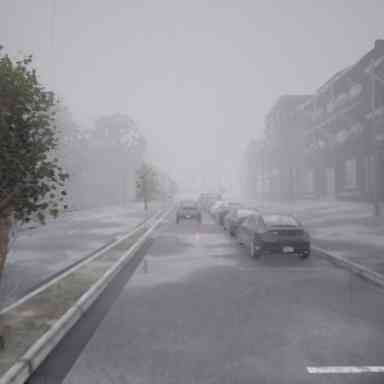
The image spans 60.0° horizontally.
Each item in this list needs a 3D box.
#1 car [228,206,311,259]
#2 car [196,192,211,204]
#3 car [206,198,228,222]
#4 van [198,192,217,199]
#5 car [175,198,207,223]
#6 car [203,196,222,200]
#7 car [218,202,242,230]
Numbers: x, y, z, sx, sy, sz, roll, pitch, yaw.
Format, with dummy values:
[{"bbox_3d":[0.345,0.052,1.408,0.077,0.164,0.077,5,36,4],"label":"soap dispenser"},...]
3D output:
[{"bbox_3d":[2.888,1.482,12.522,2.231,1.521,4.892,0,0,-1],"label":"car"},{"bbox_3d":[2.137,1.108,62.469,2.435,2.045,5.566,0,0,-1],"label":"car"},{"bbox_3d":[2.639,1.506,29.164,2.002,1.452,4.674,0,0,-1],"label":"car"},{"bbox_3d":[2.303,1.181,51.465,1.878,1.987,4.442,0,0,-1],"label":"van"},{"bbox_3d":[-0.259,1.487,25.561,2.128,1.511,4.902,0,0,-1],"label":"car"},{"bbox_3d":[2.554,1.486,34.742,2.163,1.488,4.792,0,0,-1],"label":"car"},{"bbox_3d":[2.805,1.519,18.072,2.002,1.452,4.674,0,0,-1],"label":"car"}]
